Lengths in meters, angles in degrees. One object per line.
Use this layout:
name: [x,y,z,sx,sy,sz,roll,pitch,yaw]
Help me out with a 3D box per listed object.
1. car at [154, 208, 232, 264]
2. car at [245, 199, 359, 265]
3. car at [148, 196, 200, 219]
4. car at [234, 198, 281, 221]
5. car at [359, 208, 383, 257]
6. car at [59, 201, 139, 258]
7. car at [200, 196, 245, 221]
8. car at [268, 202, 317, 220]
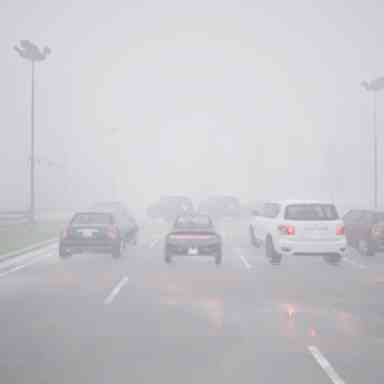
car: [0.052,1.547,12.076,2.128,1.511,4.902,0,-1,1]
car: [3.551,1.278,12.124,2.150,2.045,5.566,0,0,1]
car: [-1.842,1.356,27.996,2.150,2.045,5.566,1,-1,-28]
car: [5.584,1.489,29.143,2.097,1.767,4.553,0,0,-17]
car: [7.059,1.419,13.301,2.097,1.767,4.553,0,0,0]
car: [-3.442,1.418,13.127,2.097,1.767,4.553,0,0,0]
car: [2.169,1.359,28.423,2.150,2.045,5.566,1,0,-21]
car: [9.033,1.670,30.405,1.812,1.442,4.674,1,0,-20]
